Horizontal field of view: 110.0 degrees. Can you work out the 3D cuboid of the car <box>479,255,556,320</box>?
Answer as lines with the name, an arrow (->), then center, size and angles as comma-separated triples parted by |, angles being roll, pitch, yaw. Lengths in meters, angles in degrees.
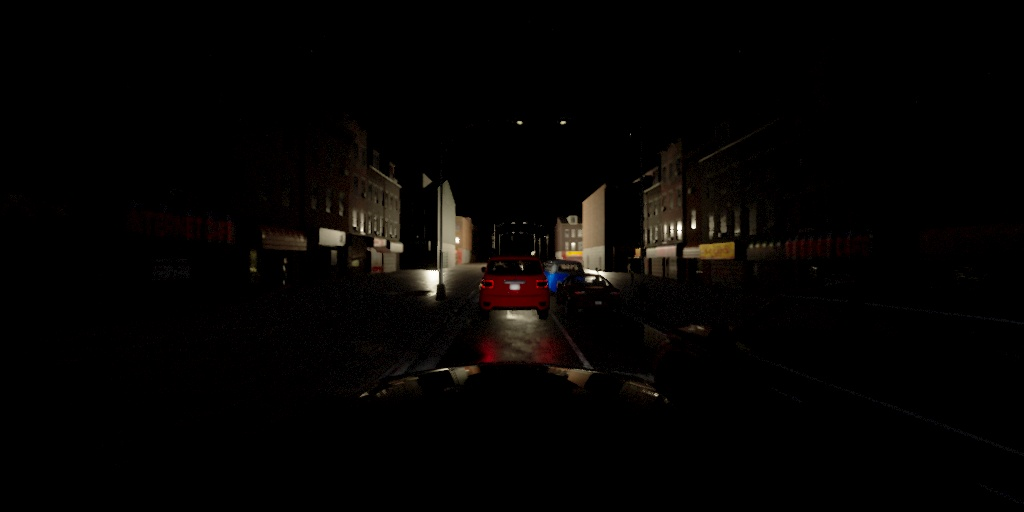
car -> 0.050, 0.973, 12.829 | 2.150, 2.045, 5.566 | 0, 0, -1

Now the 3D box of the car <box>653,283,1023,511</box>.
car -> 2.639, 1.065, 2.124 | 2.192, 1.841, 5.009 | 0, 0, 0

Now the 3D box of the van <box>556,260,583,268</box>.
van -> 2.640, 1.093, 18.746 | 1.690, 1.789, 3.998 | 0, 0, 0

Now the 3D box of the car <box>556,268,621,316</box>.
car -> 2.639, 1.296, 13.206 | 1.888, 1.381, 4.507 | 0, 0, 0
